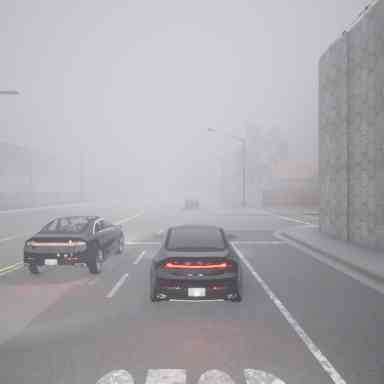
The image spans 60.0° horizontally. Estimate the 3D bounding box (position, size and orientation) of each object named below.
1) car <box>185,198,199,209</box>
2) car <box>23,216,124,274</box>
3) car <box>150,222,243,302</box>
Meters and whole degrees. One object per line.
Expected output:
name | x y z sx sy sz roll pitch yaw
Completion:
car | -0.026 1.491 44.224 2.128 1.511 4.902 0 0 0
car | -3.430 1.492 10.509 2.128 1.511 4.902 0 0 0
car | 0.078 1.505 8.241 1.837 1.490 4.892 0 0 0
